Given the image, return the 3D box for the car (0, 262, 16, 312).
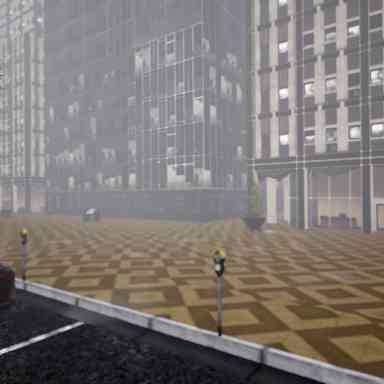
[{"bbox_3d":[-5.181,1.644,6.576,4.313,1.339,1.947,-1,0,36],"label":"car"}]
